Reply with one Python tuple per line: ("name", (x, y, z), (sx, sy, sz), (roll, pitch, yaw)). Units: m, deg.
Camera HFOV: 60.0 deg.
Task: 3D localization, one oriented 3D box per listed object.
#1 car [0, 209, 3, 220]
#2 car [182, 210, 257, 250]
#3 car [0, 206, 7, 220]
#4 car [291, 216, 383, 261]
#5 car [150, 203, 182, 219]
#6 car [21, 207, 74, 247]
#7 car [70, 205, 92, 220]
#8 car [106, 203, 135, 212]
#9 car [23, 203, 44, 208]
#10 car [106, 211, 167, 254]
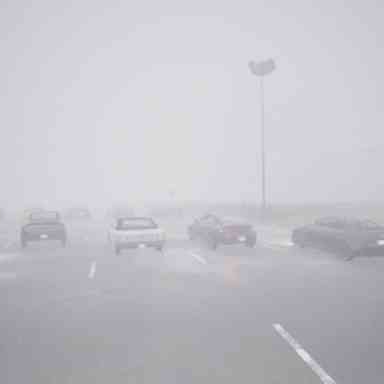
("car", (-10.412, 1.447, 15.306), (2.150, 2.045, 5.566), (0, 0, -24))
("car", (1.200, 1.592, 14.627), (1.812, 1.442, 4.674), (-1, 0, -17))
("car", (-19.405, 2.007, 32.726), (1.994, 1.385, 4.181), (-1, 0, -28))
("car", (5.467, 1.560, 12.344), (1.994, 1.385, 4.181), (-1, 0, -13))
("car", (-2.400, 1.729, 30.522), (1.812, 1.442, 4.674), (-1, 0, -28))
("car", (-7.134, 1.678, 16.166), (2.128, 1.511, 4.902), (-1, 0, -23))
("car", (-10.822, 1.885, 31.439), (1.994, 1.385, 4.181), (-1, 0, -28))
("car", (-6.692, 1.790, 31.172), (1.812, 1.442, 4.674), (-1, 0, -28))
("car", (-15.511, 1.869, 32.851), (1.882, 1.535, 5.008), (-1, 0, -28))
("car", (-2.543, 1.715, 14.279), (1.895, 1.301, 4.718), (-1, 0, -19))
